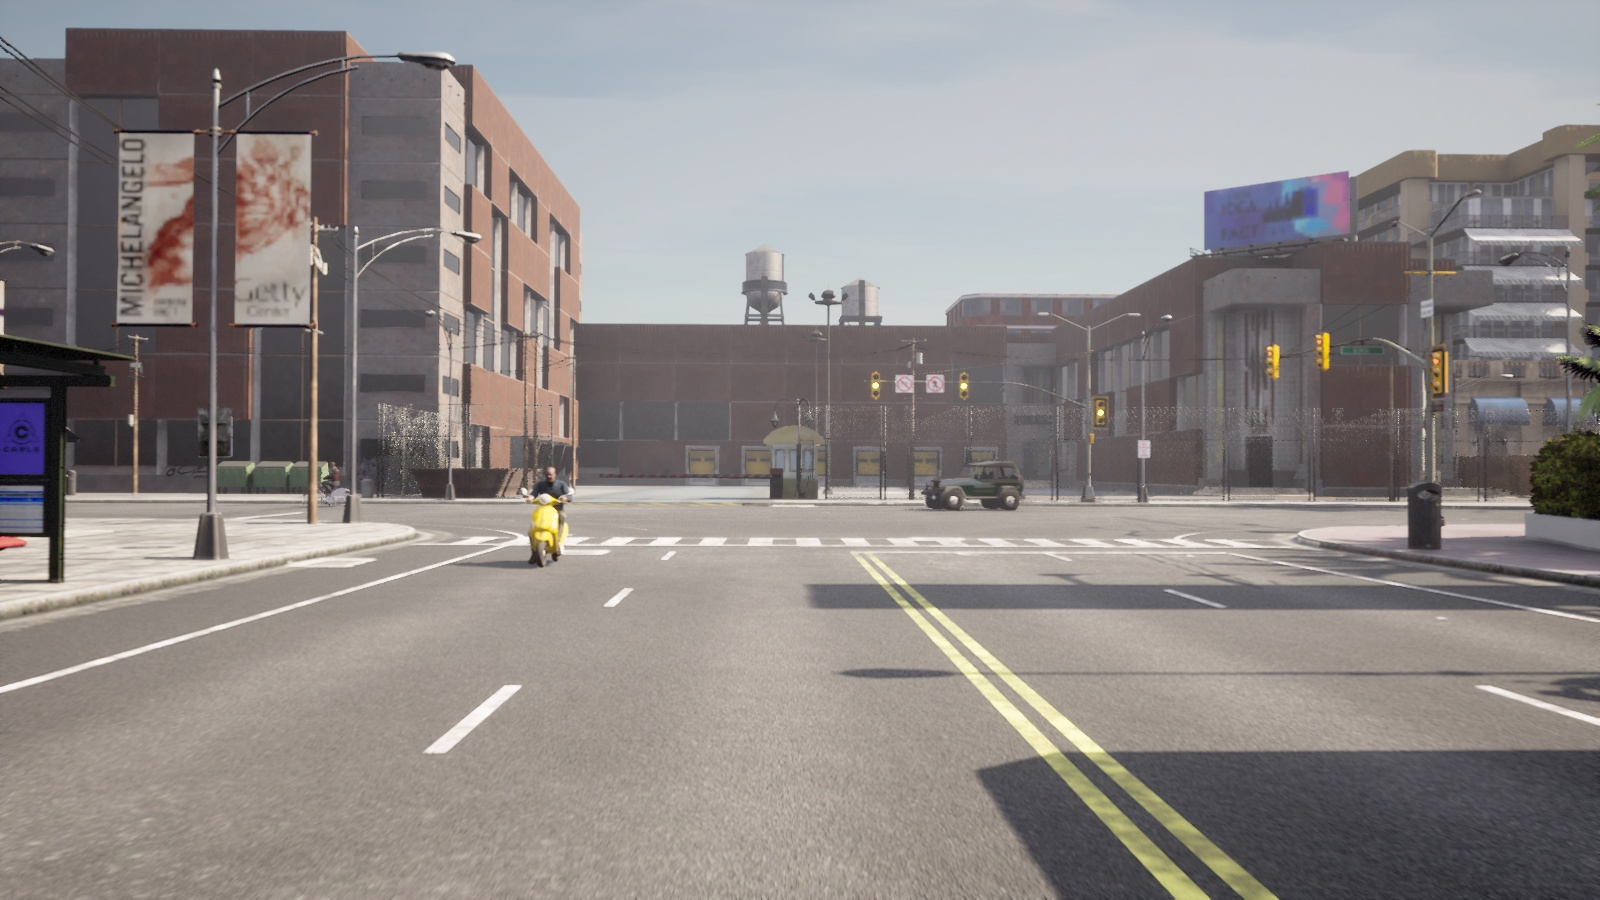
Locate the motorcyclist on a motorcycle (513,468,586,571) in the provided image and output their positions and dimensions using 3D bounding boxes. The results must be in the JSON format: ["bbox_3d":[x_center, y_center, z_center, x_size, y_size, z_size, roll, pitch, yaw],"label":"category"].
[{"bbox_3d":[-4.038,1.089,20.361,0.866,1.590,1.817,0,-1,-1],"label":"motorcyclist on a motorcycle"}]

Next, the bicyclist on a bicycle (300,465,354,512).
[{"bbox_3d":[-18.333,1.490,48.680,1.843,1.776,0.659,0,-1,-1],"label":"bicyclist on a bicycle"}]

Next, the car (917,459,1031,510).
[{"bbox_3d":[6.664,1.310,48.192,3.866,1.878,1.905,0,-1,-16],"label":"car"}]
